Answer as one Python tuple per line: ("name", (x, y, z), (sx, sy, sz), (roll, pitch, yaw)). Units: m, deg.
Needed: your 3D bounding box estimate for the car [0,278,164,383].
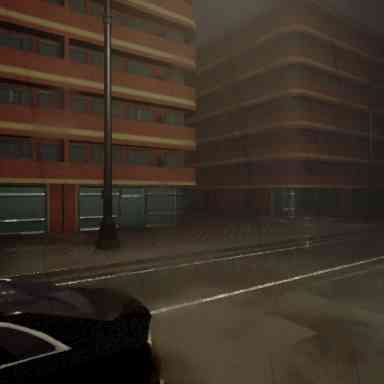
("car", (-2.529, 1.491, 2.182), (4.902, 1.511, 2.128), (0, 0, -36))
